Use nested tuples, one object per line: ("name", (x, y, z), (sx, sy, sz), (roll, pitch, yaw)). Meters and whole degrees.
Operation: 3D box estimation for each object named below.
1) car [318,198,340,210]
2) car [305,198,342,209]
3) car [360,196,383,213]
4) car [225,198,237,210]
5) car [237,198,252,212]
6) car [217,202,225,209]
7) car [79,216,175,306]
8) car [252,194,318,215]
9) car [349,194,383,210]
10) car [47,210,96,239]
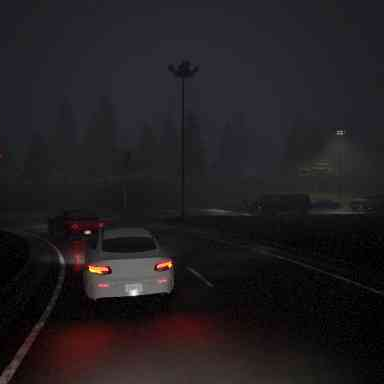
("car", (16.335, 1.601, 42.446), (4.718, 1.301, 1.895), (0, 0, -14))
("car", (18.391, 1.526, 46.530), (4.674, 1.442, 1.812), (0, 0, -14))
("car", (21.621, 1.491, 36.520), (4.902, 1.511, 2.128), (0, 0, -14))
("car", (6.827, 1.526, 40.127), (4.674, 1.442, 1.812), (0, 0, -14))
("car", (8.308, 1.221, 36.907), (5.566, 2.045, 2.150), (0, 0, -14))
("car", (6.085, 1.547, 43.570), (5.357, 1.411, 2.033), (0, 0, -14))
("car", (-1.650, 1.526, 8.089), (1.812, 1.442, 4.674), (0, 0, -16))
("car", (9.383, 1.222, 33.566), (5.566, 2.045, 2.150), (0, 0, -14))
("car", (21.869, 1.219, 40.178), (5.566, 2.045, 2.150), (0, 0, -13))
("car", (-6.153, 1.601, 17.385), (1.895, 1.301, 4.718), (0, 0, -35))
